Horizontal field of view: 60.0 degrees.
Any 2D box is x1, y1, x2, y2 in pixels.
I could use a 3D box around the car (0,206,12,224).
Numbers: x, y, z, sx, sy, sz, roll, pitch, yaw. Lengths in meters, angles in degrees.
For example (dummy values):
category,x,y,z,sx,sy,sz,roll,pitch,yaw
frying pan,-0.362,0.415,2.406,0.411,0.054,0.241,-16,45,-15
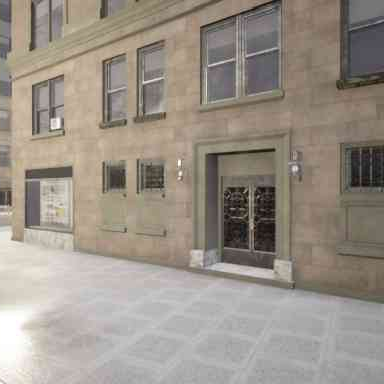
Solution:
category,x,y,z,sx,sy,sz,roll,pitch,yaw
car,-13.135,1.570,21.602,1.895,1.301,4.718,0,0,37
